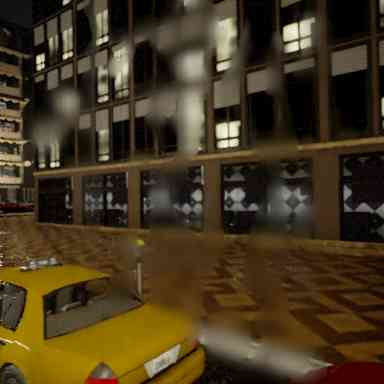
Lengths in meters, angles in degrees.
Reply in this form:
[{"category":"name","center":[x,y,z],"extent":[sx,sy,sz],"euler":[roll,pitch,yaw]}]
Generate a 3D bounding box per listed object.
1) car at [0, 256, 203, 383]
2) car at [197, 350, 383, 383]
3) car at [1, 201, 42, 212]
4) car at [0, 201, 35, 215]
[{"category":"car","center":[-2.149,1.540,4.424],"extent":[4.829,1.417,1.752],"euler":[0,-1,36]},{"category":"car","center":[2.418,1.541,1.167],"extent":[4.507,1.381,1.887],"euler":[0,-1,36]},{"category":"car","center":[-22.150,1.873,43.368],"extent":[1.947,1.339,4.313],"euler":[-2,-1,35]},{"category":"car","center":[-18.521,1.686,34.006],"extent":[1.802,1.307,4.206],"euler":[-2,-1,35]}]
